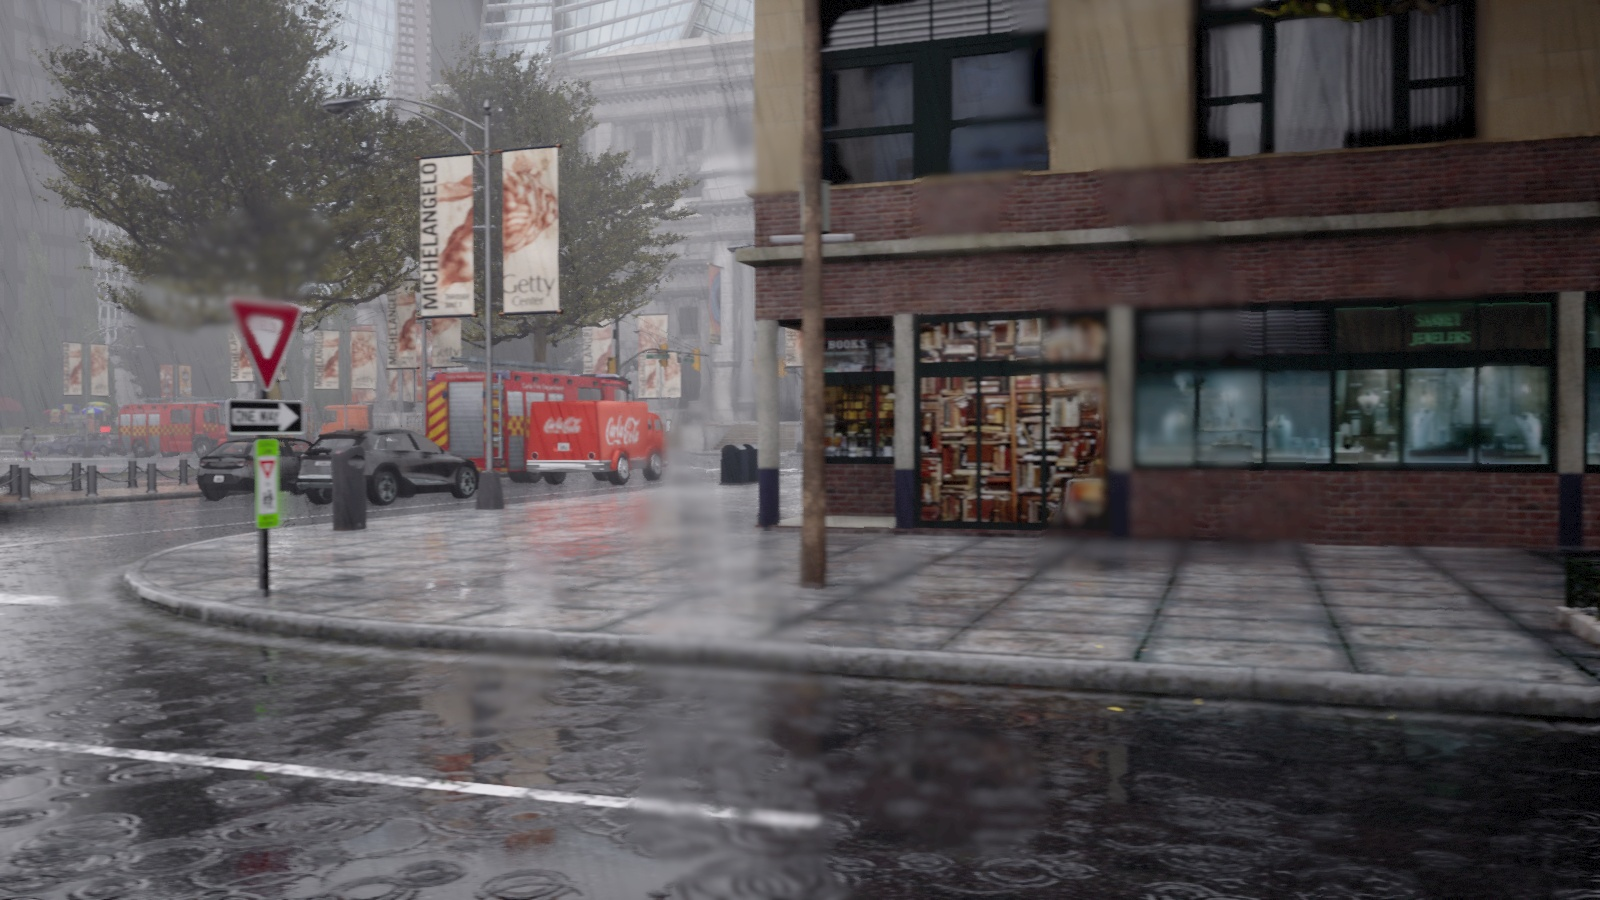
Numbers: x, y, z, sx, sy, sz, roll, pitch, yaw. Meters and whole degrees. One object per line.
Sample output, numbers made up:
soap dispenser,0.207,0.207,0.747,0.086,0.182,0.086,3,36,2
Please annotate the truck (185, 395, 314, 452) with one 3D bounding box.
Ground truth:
truck,-37.901,-1.841,86.443,8.468,3.827,2.891,1,1,20

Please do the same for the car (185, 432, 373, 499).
car,-12.369,0.319,30.116,1.816,1.474,4.193,1,1,20

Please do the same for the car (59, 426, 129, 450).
car,-48.416,-0.811,86.143,3.988,1.617,1.851,0,1,14

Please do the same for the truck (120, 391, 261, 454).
truck,-38.426,-1.729,79.203,8.468,3.827,2.891,1,1,20

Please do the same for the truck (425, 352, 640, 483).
truck,-8.480,-1.022,41.201,2.891,3.827,8.468,1,1,20

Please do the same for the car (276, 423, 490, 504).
car,-9.262,0.271,28.404,2.033,1.649,4.856,1,0,20

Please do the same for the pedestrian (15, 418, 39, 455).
pedestrian,-40.473,-0.701,65.759,0.873,1.952,0.659,0,1,17

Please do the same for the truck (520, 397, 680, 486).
truck,-5.920,-0.284,37.971,2.627,2.467,5.204,1,1,20

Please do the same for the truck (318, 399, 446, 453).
truck,-27.559,-1.566,82.773,7.936,3.462,2.891,1,1,20
